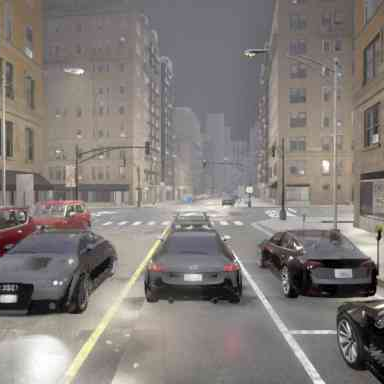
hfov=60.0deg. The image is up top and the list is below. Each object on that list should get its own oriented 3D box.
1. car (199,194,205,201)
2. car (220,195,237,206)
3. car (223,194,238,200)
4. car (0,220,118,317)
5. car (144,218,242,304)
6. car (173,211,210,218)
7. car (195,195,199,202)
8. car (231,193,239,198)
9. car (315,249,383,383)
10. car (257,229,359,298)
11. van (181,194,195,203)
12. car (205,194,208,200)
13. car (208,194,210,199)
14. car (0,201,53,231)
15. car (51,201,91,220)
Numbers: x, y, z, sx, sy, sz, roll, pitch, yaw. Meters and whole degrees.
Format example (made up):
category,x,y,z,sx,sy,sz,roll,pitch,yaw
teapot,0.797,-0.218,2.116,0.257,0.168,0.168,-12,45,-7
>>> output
category,x,y,z,sx,sy,sz,roll,pitch,yaw
car,1.427,1.403,80.956,1.752,1.417,4.829,0,0,9
car,5.670,1.512,52.659,1.947,1.339,4.313,0,0,9
car,7.354,1.486,63.523,1.947,1.339,4.313,0,0,9
car,-3.009,1.562,7.445,1.994,1.385,4.181,0,0,0
car,0.039,1.562,8.203,1.994,1.385,4.181,0,0,0
car,-0.021,1.595,17.018,1.895,1.301,4.718,0,0,0
car,-0.231,1.335,70.260,1.967,1.590,4.097,0,0,9
car,10.718,1.200,85.251,2.192,1.841,5.009,0,0,9
car,2.851,1.565,2.813,1.947,1.339,4.313,-1,0,0
car,2.842,1.564,8.320,1.947,1.339,4.313,-1,0,0
van,-1.073,1.248,64.828,1.690,1.788,3.998,0,0,9
car,2.295,1.453,86.556,1.802,1.307,4.206,0,0,9
car,3.135,1.307,91.989,1.967,1.590,4.097,0,0,9
car,-5.686,1.313,8.299,2.192,1.841,5.009,-1,0,0
car,-5.694,1.311,13.807,2.192,1.841,5.009,-1,0,0
